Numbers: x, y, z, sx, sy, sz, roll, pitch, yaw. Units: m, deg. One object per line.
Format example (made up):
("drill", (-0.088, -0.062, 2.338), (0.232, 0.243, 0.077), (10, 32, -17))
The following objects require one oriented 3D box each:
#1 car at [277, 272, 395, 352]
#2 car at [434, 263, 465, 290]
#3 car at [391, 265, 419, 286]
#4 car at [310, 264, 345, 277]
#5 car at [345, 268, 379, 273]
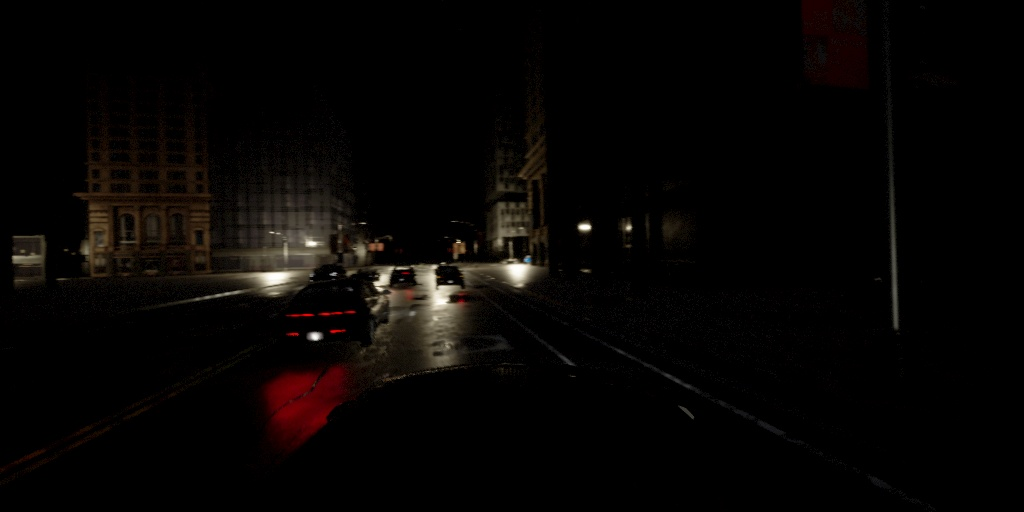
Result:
("car", (-4.460, 1.372, 9.568), (1.837, 1.490, 4.892), (-2, 0, -12))
("car", (-4.208, 1.382, 24.041), (1.812, 1.442, 4.674), (-2, 0, -12))
("car", (-8.206, 1.454, 27.377), (2.128, 1.511, 4.902), (-2, 0, -12))
("car", (-15.849, 1.516, 31.160), (2.097, 1.767, 4.553), (-2, 0, -12))
("car", (-12.372, 1.674, 30.431), (1.895, 1.301, 4.718), (-2, 0, -12))
